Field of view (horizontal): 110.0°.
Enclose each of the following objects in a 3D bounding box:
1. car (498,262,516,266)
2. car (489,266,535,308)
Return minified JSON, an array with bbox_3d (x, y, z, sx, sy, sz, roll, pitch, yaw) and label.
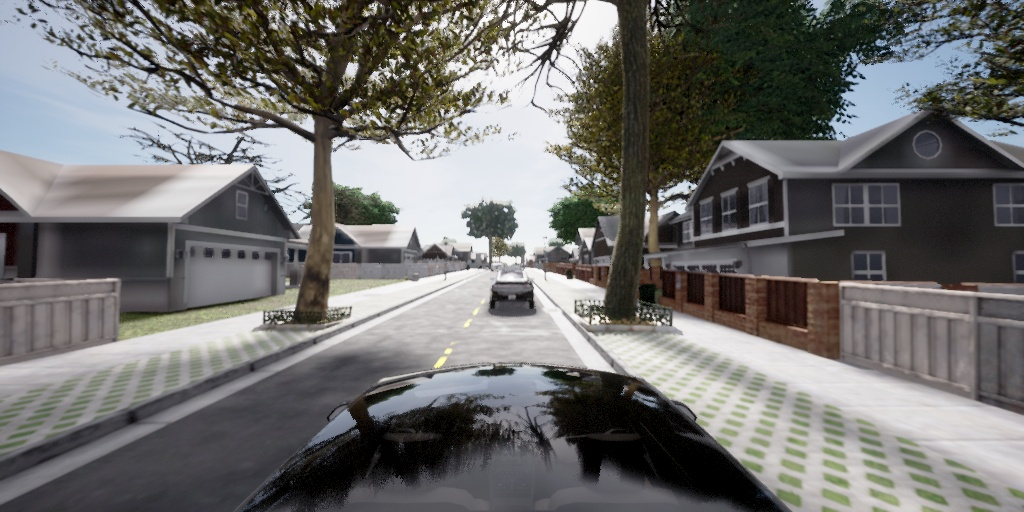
[{"bbox_3d":[0.008,1.551,31.354,1.882,1.535,5.008,0,0,0],"label":"car"},{"bbox_3d":[0.006,1.395,16.172,2.128,1.511,4.902,0,-1,0],"label":"car"}]
